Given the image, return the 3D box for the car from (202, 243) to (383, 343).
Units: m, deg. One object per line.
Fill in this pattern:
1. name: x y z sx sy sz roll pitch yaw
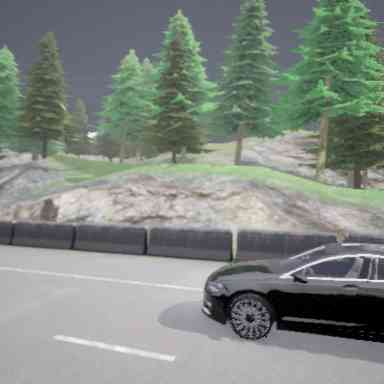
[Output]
1. car: 2.617 1.626 5.593 4.902 1.511 2.128 0 -1 20
